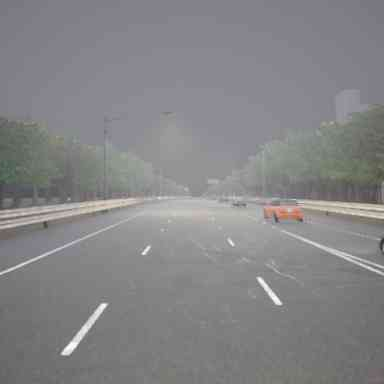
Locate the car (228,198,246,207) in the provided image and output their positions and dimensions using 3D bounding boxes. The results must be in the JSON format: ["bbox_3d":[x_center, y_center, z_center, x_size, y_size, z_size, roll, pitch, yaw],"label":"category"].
[{"bbox_3d":[7.034,1.640,50.782,1.895,1.301,4.718,0,0,0],"label":"car"}]

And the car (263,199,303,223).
[{"bbox_3d":[7.002,1.355,25.989,2.097,1.767,4.553,0,0,0],"label":"car"}]

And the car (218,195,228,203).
[{"bbox_3d":[7.143,1.585,76.006,2.097,1.767,4.553,0,-1,0],"label":"car"}]

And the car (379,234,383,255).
[{"bbox_3d":[7.597,1.535,9.687,1.812,1.442,4.674,0,0,-6],"label":"car"}]
